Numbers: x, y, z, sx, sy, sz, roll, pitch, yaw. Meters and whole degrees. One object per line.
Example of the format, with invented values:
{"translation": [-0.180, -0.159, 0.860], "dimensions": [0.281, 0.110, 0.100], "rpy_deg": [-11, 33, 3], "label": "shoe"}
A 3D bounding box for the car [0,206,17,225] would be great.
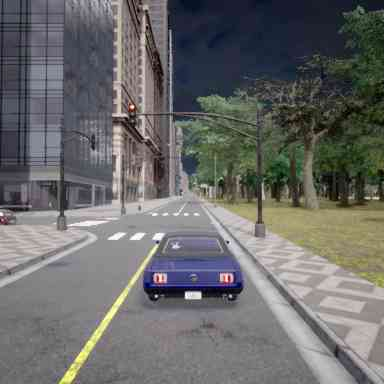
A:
{"translation": [-13.514, 1.371, 21.319], "dimensions": [4.097, 1.590, 1.967], "rpy_deg": [0, -2, -1], "label": "car"}

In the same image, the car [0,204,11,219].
{"translation": [-18.967, 1.725, 29.837], "dimensions": [4.313, 1.339, 1.947], "rpy_deg": [0, -1, 0], "label": "car"}

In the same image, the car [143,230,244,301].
{"translation": [0.014, 1.607, 8.311], "dimensions": [1.895, 1.301, 4.718], "rpy_deg": [0, 0, 0], "label": "car"}
